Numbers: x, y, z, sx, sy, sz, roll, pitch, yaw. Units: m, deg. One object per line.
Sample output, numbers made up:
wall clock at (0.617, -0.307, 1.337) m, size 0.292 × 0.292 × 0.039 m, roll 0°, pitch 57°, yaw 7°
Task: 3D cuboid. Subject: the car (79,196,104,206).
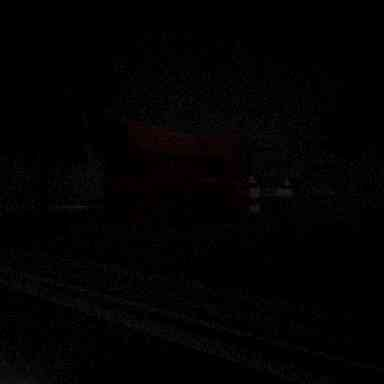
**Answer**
car at (-16.223, 1.378, 54.593) m, size 2.097 × 1.767 × 4.553 m, roll 0°, pitch 0°, yaw 34°
